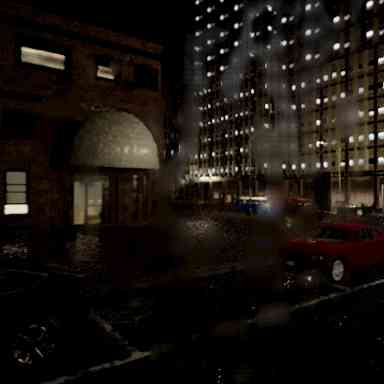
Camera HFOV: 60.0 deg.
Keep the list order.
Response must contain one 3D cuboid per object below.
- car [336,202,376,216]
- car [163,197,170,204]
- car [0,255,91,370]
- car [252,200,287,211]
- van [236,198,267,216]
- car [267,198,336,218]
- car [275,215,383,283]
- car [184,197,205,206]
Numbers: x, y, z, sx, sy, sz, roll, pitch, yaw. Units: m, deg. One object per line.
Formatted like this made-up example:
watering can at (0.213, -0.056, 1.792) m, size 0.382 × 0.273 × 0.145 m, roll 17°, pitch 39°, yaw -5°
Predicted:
car at (16.296, 1.676, 33.935) m, size 2.008 × 1.369 × 4.403 m, roll 0°, pitch 0°, yaw -35°
car at (-5.891, 1.647, 65.749) m, size 1.947 × 1.339 × 4.313 m, roll 0°, pitch 0°, yaw -35°
car at (-3.487, 1.563, 4.151) m, size 4.313 × 1.339 × 1.947 m, roll 0°, pitch -1°, yaw -35°
car at (9.957, 1.692, 43.024) m, size 1.802 × 1.307 × 4.206 m, roll 0°, pitch 0°, yaw -35°
van at (6.252, 1.458, 33.685) m, size 1.690 × 1.788 × 3.998 m, roll 0°, pitch 0°, yaw -35°
car at (9.422, 1.440, 29.140) m, size 2.192 × 1.841 × 5.009 m, roll 0°, pitch 0°, yaw -35°
car at (4.352, 1.593, 9.826) m, size 4.507 × 1.381 × 1.887 m, roll 0°, pitch -1°, yaw -35°
car at (0.351, 1.616, 56.798) m, size 1.752 × 1.417 × 4.829 m, roll 0°, pitch 0°, yaw -35°
